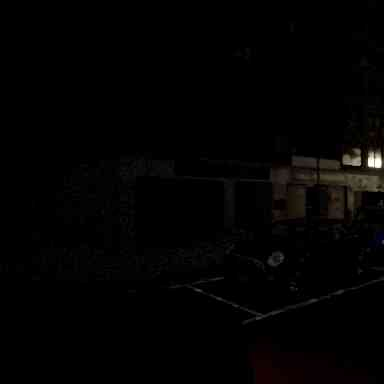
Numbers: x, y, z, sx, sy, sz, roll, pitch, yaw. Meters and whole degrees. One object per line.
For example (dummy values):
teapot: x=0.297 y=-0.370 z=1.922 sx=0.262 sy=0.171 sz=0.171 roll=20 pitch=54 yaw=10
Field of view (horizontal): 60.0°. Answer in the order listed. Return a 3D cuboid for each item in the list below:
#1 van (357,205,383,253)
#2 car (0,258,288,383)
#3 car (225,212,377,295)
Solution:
van: x=7.364 y=1.345 z=12.003 sx=3.998 sy=1.788 sz=1.690 roll=0 pitch=1 yaw=-35
car: x=-1.808 y=1.477 z=2.088 sx=5.008 sy=1.535 sz=1.882 roll=0 pitch=0 yaw=-35
car: x=2.744 y=1.442 z=8.710 sx=4.097 sy=1.590 sz=1.967 roll=0 pitch=1 yaw=-35
